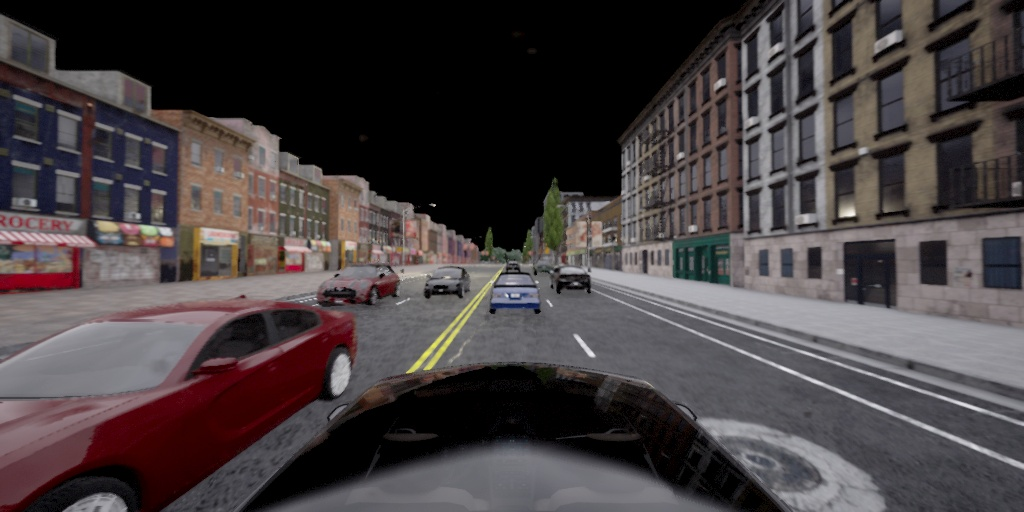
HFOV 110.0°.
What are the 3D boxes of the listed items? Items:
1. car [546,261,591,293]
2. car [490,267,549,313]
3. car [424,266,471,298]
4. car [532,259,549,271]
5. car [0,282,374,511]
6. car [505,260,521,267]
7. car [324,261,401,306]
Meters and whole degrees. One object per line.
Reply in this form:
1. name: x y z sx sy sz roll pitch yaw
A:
1. car: 3.340 1.285 21.184 1.882 1.535 5.008 0 0 0
2. car: 0.103 1.341 14.219 2.033 1.411 5.357 0 0 0
3. car: -3.244 1.315 18.773 1.837 1.490 4.892 0 0 0
4. car: 3.355 1.157 39.936 2.097 1.767 4.553 0 0 0
5. car: -3.346 1.233 3.610 1.882 1.535 5.008 0 0 0
6. car: 0.119 1.317 46.271 1.837 1.490 4.892 0 0 0
7. car: -6.529 1.142 15.821 2.097 1.767 4.553 0 0 1
